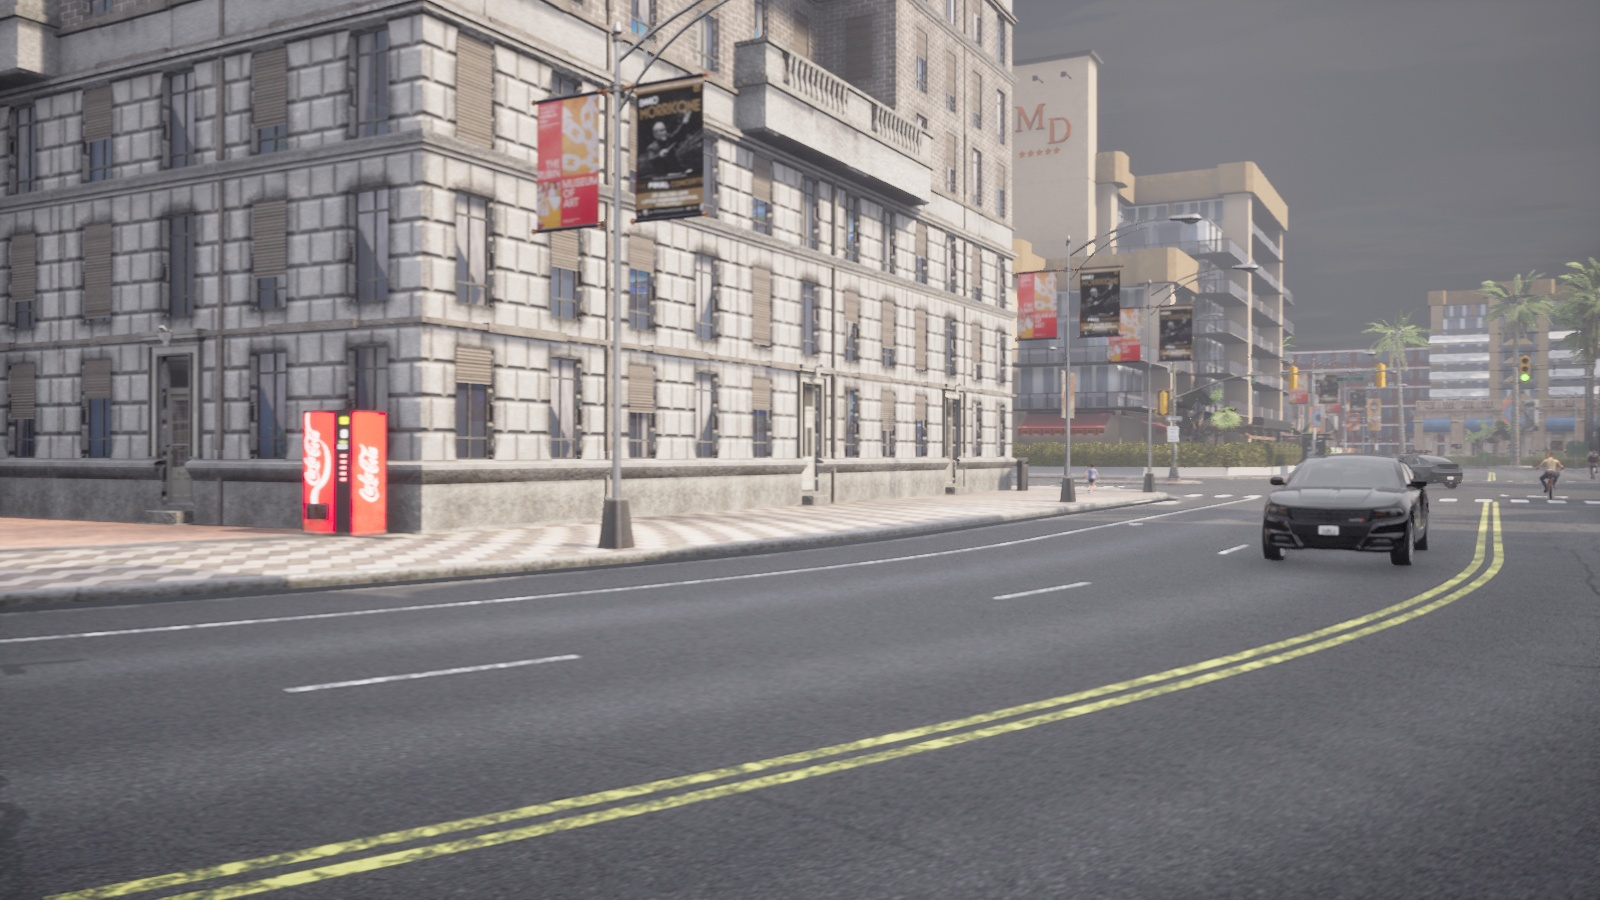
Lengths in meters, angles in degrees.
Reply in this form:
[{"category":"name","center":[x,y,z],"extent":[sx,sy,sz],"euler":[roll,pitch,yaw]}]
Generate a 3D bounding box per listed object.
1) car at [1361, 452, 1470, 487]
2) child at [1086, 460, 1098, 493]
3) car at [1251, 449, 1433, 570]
[{"category":"car","center":[27.558,0.852,56.388],"extent":[1.837,1.490,4.892],"euler":[0,0,-10]},{"category":"child","center":[9.762,0.885,41.935],"extent":[0.255,1.110,0.394],"euler":[0,0,36]},{"category":"car","center":[8.126,0.759,18.551],"extent":[1.882,1.535,5.008],"euler":[0,0,30]}]
